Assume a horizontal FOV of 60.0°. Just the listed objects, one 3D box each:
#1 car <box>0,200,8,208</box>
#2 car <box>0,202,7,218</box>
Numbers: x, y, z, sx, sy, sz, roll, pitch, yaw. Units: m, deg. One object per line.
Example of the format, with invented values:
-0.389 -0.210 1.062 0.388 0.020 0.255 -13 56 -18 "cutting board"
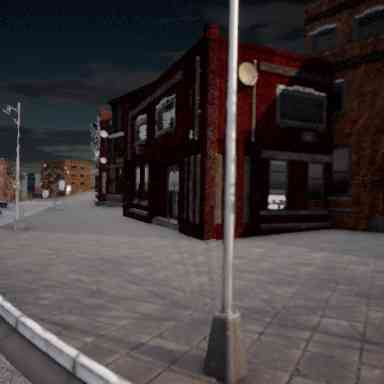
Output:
-28.120 1.801 48.260 2.033 1.411 5.357 1 -1 -17 "car"
-17.967 1.762 29.036 1.895 1.301 4.718 1 -1 -19 "car"
